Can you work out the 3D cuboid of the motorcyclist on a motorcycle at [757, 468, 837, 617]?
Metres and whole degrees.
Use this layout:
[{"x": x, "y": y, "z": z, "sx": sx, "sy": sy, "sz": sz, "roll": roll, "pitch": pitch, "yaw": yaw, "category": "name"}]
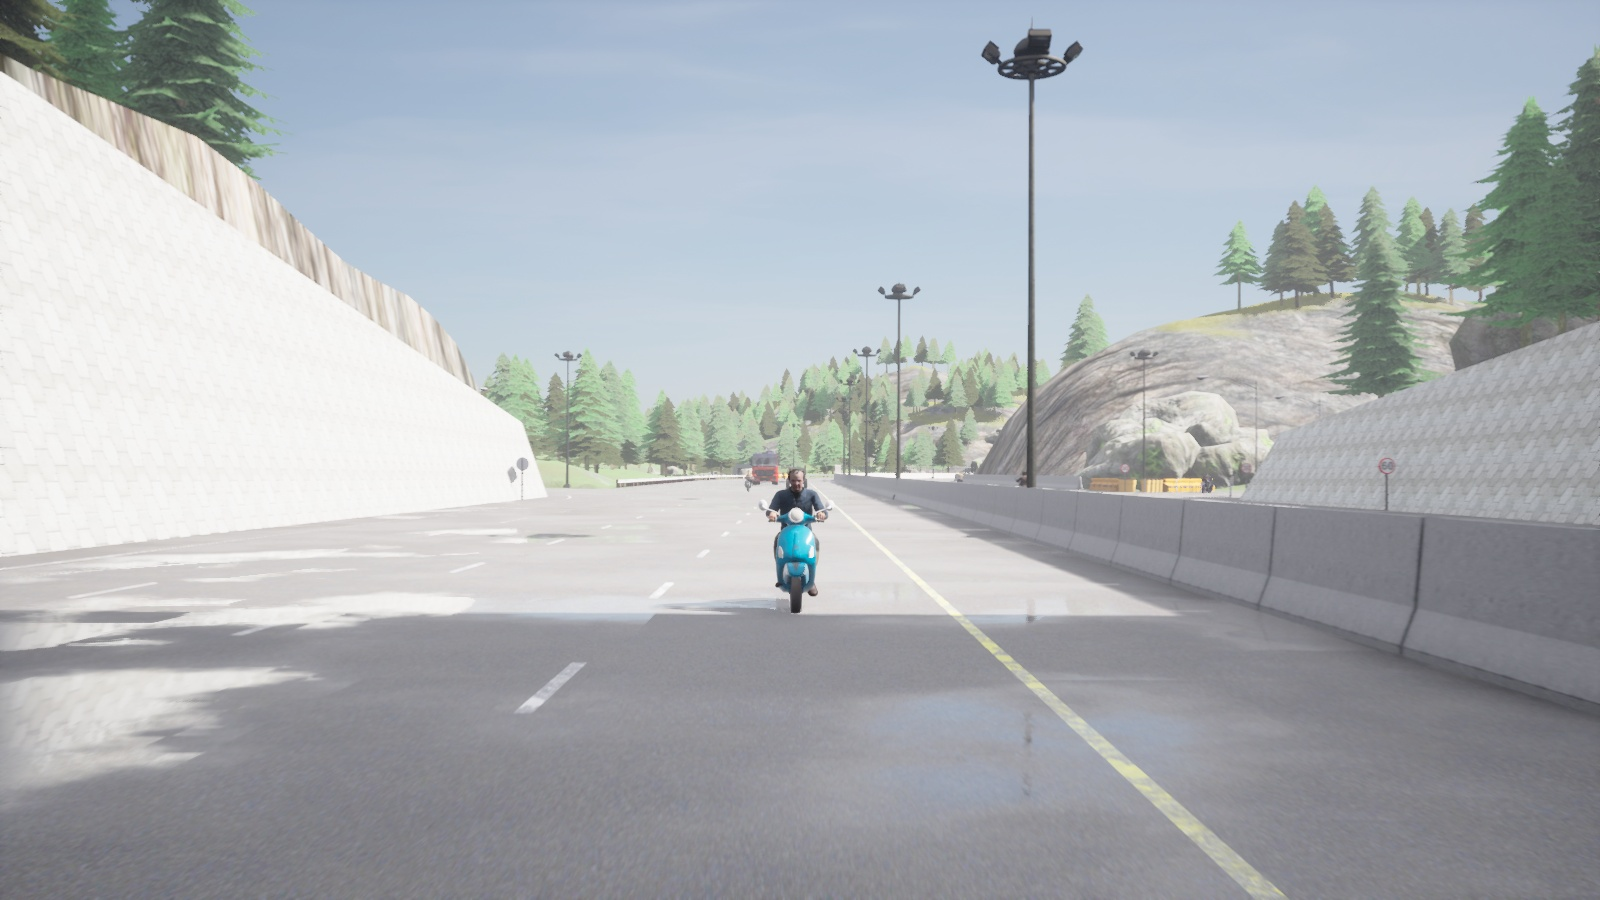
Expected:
[{"x": -0.035, "y": 1.010, "z": 14.455, "sx": 0.866, "sy": 1.590, "sz": 1.817, "roll": 0, "pitch": -1, "yaw": 0, "category": "motorcyclist on a motorcycle"}]
